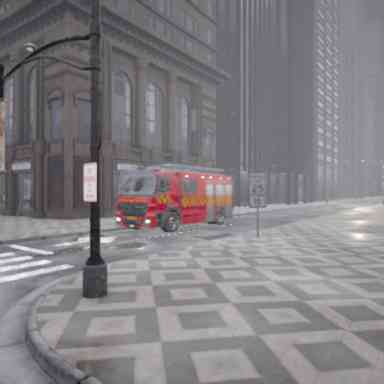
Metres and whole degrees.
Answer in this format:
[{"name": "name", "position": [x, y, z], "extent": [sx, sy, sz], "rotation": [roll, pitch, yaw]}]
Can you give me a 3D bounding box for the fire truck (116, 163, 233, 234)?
[{"name": "fire truck", "position": [-0.666, 0.328, 20.722], "extent": [2.891, 3.827, 8.468], "rotation": [0, 0, 36]}]
